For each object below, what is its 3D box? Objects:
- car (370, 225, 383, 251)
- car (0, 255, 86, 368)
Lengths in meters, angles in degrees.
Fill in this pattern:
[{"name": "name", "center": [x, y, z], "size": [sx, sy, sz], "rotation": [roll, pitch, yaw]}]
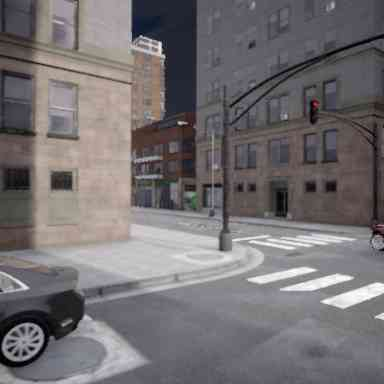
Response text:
[{"name": "car", "center": [8.184, 1.531, 11.390], "size": [1.882, 1.535, 5.008], "rotation": [2, 0, -1]}, {"name": "car", "center": [-3.628, 1.549, 4.177], "size": [4.403, 1.369, 2.008], "rotation": [0, 0, -35]}]
